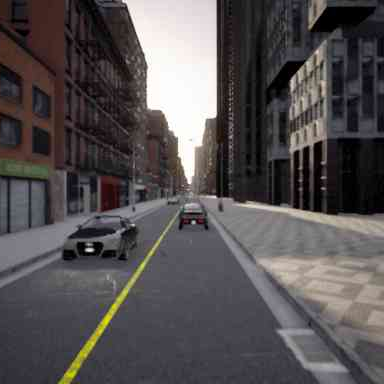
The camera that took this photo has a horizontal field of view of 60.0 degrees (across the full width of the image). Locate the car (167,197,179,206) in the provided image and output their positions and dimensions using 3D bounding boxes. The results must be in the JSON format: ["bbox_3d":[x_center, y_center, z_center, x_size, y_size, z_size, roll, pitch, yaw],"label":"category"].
[{"bbox_3d":[-3.050,1.544,55.357,1.994,1.385,4.181,0,0,1],"label":"car"}]

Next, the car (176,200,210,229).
[{"bbox_3d":[0.099,1.499,21.614,1.837,1.490,4.892,0,0,0],"label":"car"}]

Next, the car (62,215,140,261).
[{"bbox_3d":[-3.101,1.560,12.068,1.994,1.385,4.181,0,0,0],"label":"car"}]

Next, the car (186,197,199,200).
[{"bbox_3d":[0.096,1.339,36.855,2.097,1.767,4.553,0,0,0],"label":"car"}]
